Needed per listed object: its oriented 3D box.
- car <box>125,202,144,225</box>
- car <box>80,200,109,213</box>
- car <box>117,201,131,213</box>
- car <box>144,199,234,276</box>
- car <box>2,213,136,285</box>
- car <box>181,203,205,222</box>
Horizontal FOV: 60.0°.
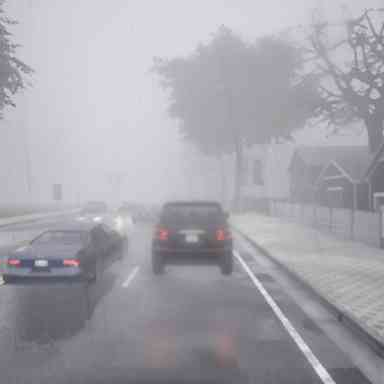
[{"bbox_3d":[-3.186,1.607,24.576,2.033,1.411,5.357,0,0,0],"label":"car"},{"bbox_3d":[-9.836,1.588,33.750,1.837,1.490,4.892,0,0,0],"label":"car"},{"bbox_3d":[-6.584,1.687,35.390,1.895,1.301,4.718,0,0,0],"label":"car"},{"bbox_3d":[0.061,1.241,10.641,2.150,2.045,5.566,0,-1,1],"label":"car"},{"bbox_3d":[-3.186,1.570,9.584,2.033,1.411,5.357,0,0,0],"label":"car"},{"bbox_3d":[0.081,1.668,27.752,1.895,1.301,4.718,0,0,0],"label":"car"}]
